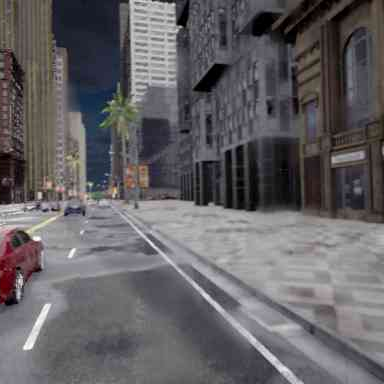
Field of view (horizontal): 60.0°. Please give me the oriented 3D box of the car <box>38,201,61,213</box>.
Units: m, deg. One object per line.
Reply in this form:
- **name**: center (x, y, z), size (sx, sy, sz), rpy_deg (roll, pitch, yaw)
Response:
- **car**: center (-18.300, 1.979, 43.799), size (2.033, 1.411, 5.357), rpy_deg (-1, 0, -15)

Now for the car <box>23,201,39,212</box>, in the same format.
- **car**: center (-22.723, 2.025, 47.652), size (2.128, 1.511, 4.902), rpy_deg (-1, 0, -15)

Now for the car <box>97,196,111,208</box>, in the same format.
- **car**: center (-14.846, 1.936, 56.370), size (1.812, 1.442, 4.674), rpy_deg (-1, 0, -15)

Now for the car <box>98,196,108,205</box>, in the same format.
- **car**: center (-20.264, 1.855, 75.612), size (2.150, 2.045, 5.566), rpy_deg (-1, 0, -15)

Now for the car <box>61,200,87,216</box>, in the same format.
- **car**: center (-12.821, 1.656, 36.800), size (2.097, 1.767, 4.553), rpy_deg (-1, 0, -15)

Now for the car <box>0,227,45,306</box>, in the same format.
- **car**: center (-4.886, 1.589, 8.059), size (1.882, 1.535, 5.008), rpy_deg (-1, 0, -15)
